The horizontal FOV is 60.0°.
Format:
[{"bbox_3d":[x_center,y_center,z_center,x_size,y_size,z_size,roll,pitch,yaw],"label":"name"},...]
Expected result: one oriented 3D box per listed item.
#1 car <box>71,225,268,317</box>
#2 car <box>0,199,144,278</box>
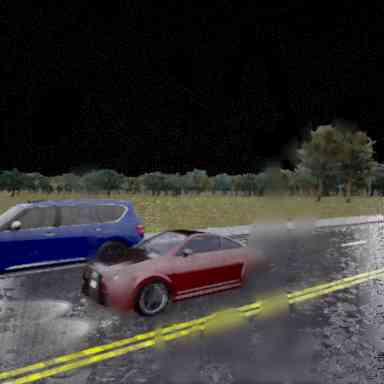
[{"bbox_3d":[-0.248,1.568,7.497,4.181,1.385,1.994,0,0,-35],"label":"car"},{"bbox_3d":[-3.926,1.224,8.867,5.566,2.045,2.150,0,0,-35],"label":"car"}]
